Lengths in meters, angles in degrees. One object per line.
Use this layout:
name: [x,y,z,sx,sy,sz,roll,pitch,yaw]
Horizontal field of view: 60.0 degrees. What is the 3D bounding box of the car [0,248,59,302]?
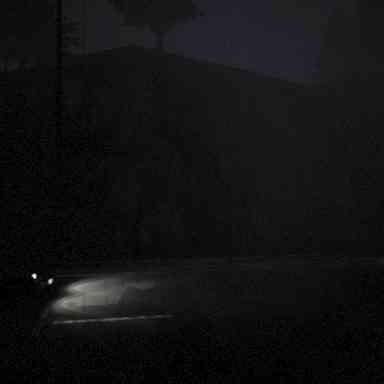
car: [-5.781,1.580,7.029,5.357,1.411,2.033,0,-1,-8]
